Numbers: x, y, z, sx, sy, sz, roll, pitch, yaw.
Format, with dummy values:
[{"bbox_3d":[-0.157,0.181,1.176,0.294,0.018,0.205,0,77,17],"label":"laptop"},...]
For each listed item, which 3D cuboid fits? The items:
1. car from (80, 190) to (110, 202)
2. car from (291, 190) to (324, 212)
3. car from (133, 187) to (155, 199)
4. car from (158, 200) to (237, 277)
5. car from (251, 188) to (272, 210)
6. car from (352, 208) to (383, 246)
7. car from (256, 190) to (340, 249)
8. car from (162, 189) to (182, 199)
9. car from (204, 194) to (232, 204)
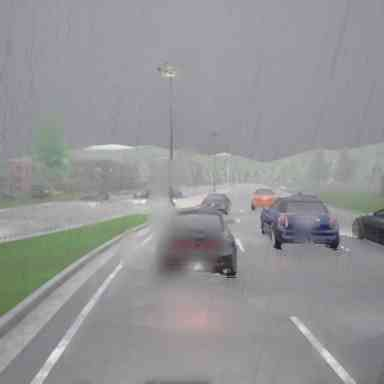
[{"bbox_3d":[-11.130,0.406,38.278,1.994,1.385,4.181,0,2,10],"label":"car"},{"bbox_3d":[9.579,0.663,27.874,1.837,1.490,4.892,0,2,10],"label":"car"},{"bbox_3d":[-6.414,0.136,44.880,2.128,1.511,4.902,0,2,10],"label":"car"},{"bbox_3d":[0.170,1.222,9.311,1.837,1.490,4.892,0,2,2],"label":"car"},{"bbox_3d":[6.060,0.504,28.071,2.097,1.767,4.553,0,2,10],"label":"car"},{"bbox_3d":[7.287,1.212,11.584,1.994,1.385,4.181,0,2,4],"label":"car"},{"bbox_3d":[3.897,0.965,12.722,2.097,1.767,4.553,0,2,5],"label":"car"},{"bbox_3d":[-2.681,0.215,45.889,1.895,1.301,4.718,0,2,10],"label":"car"},{"bbox_3d":[1.796,0.820,24.052,2.033,1.411,5.357,0,2,10],"label":"car"}]
